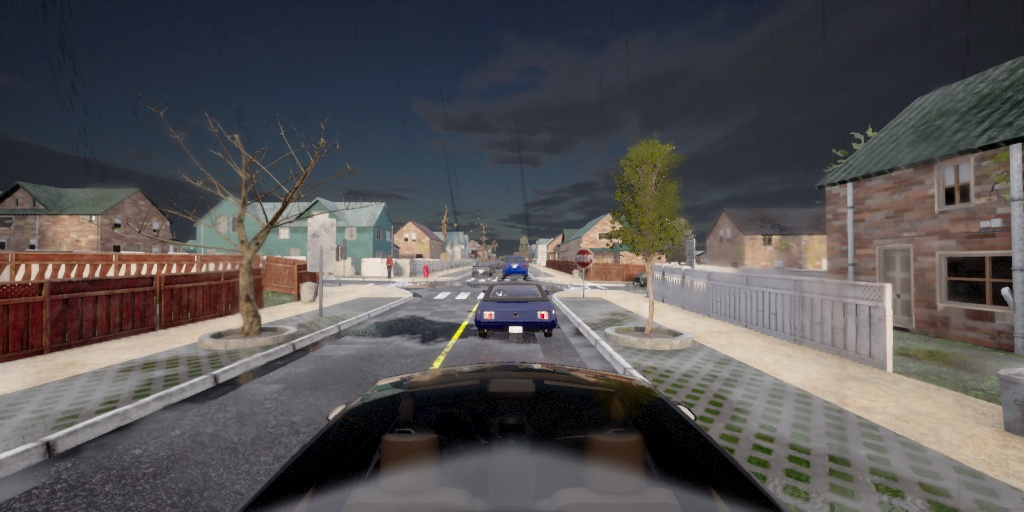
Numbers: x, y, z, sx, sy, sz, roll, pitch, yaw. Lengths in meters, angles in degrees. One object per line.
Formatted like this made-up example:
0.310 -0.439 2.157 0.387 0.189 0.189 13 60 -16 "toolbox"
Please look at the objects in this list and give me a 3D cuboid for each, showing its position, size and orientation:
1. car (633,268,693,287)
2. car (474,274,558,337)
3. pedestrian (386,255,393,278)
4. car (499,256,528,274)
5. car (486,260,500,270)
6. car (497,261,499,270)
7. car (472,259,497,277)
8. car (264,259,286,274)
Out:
10.969 1.422 25.332 4.553 1.767 2.097 1 -1 -1 "car"
0.085 1.356 10.220 1.895 1.301 4.718 0 0 0 "car"
-9.672 0.796 28.248 0.375 1.860 0.375 0 -2 0 "pedestrian"
0.275 1.004 32.569 2.150 2.045 5.566 0 0 1 "car"
-2.930 1.353 55.278 1.837 1.490 4.892 0 0 0 "car"
-2.914 1.416 45.157 1.895 1.301 4.718 0 0 0 "car"
-2.902 1.283 35.856 2.128 1.511 4.902 0 0 0 "car"
-14.530 0.953 22.377 4.892 1.490 1.837 1 -1 0 "car"
